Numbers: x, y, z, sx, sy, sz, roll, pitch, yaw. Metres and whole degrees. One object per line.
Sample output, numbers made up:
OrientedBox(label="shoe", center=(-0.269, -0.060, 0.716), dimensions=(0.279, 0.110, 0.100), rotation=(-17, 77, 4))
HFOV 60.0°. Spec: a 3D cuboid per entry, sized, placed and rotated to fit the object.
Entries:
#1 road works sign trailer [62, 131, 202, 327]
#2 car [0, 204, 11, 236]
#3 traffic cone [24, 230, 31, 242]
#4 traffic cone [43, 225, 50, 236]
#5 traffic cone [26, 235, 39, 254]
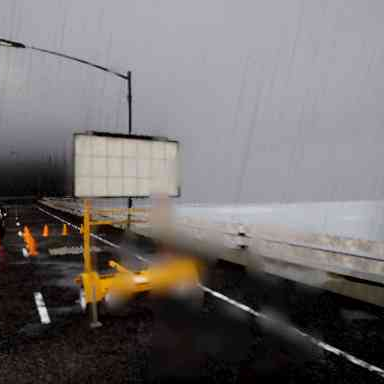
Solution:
OrientedBox(label="road works sign trailer", center=(-1.450, 0.525, 7.430), dimensions=(2.380, 3.560, 2.880), rotation=(0, 0, -29))
OrientedBox(label="car", center=(-11.814, 1.696, 19.263), dimensions=(2.128, 1.511, 4.902), rotation=(0, 0, -29))
OrientedBox(label="traffic cone", center=(-7.085, 2.099, 14.586), dimensions=(0.340, 0.580, 0.340), rotation=(0, 0, -29))
OrientedBox(label="traffic cone", center=(-8.138, 2.133, 18.573), dimensions=(0.340, 0.580, 0.340), rotation=(0, 0, -29))
OrientedBox(label="traffic cone", center=(-6.121, 2.081, 12.834), dimensions=(0.340, 0.580, 0.340), rotation=(0, 0, -29))
